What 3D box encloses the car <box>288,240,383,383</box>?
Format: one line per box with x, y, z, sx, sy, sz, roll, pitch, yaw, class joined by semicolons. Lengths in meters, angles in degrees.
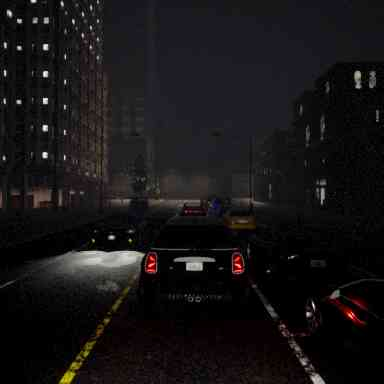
2.700;1.567;3.650;1.947;1.339;4.313;1;0;0;car

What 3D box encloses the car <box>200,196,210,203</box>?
2.672;1.549;68.985;2.008;1.369;4.403;1;0;0;car

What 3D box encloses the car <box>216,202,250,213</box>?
2.694;1.530;19.855;1.752;1.417;4.829;1;0;0;car

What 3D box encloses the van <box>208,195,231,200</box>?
2.692;1.347;30.642;1.690;1.788;3.998;1;0;0;van

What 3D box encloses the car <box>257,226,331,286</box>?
2.698;1.568;9.194;1.947;1.339;4.313;1;0;0;car

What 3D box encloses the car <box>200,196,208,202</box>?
2.791;1.576;79.937;1.802;1.307;4.206;1;0;0;car

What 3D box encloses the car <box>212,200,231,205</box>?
2.691;1.556;25.163;2.008;1.369;4.403;1;0;0;car

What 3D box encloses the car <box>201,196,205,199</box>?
2.688;1.321;41.597;2.192;1.841;5.009;1;0;0;car

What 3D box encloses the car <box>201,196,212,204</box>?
2.674;1.566;63.507;1.947;1.339;4.313;1;0;0;car

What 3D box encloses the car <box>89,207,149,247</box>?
-3.108;1.567;14.865;1.994;1.385;4.181;0;0;0;car

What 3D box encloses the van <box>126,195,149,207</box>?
-5.690;1.347;36.112;1.690;1.788;3.998;1;0;0;van

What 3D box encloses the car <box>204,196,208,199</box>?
2.688;1.446;36.119;1.967;1.590;4.097;1;0;0;car

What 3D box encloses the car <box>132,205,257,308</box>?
0.086;1.354;8.088;2.097;1.767;4.553;0;0;1;car

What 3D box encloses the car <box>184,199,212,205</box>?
0.088;1.497;24.325;2.128;1.511;4.902;0;0;0;car
